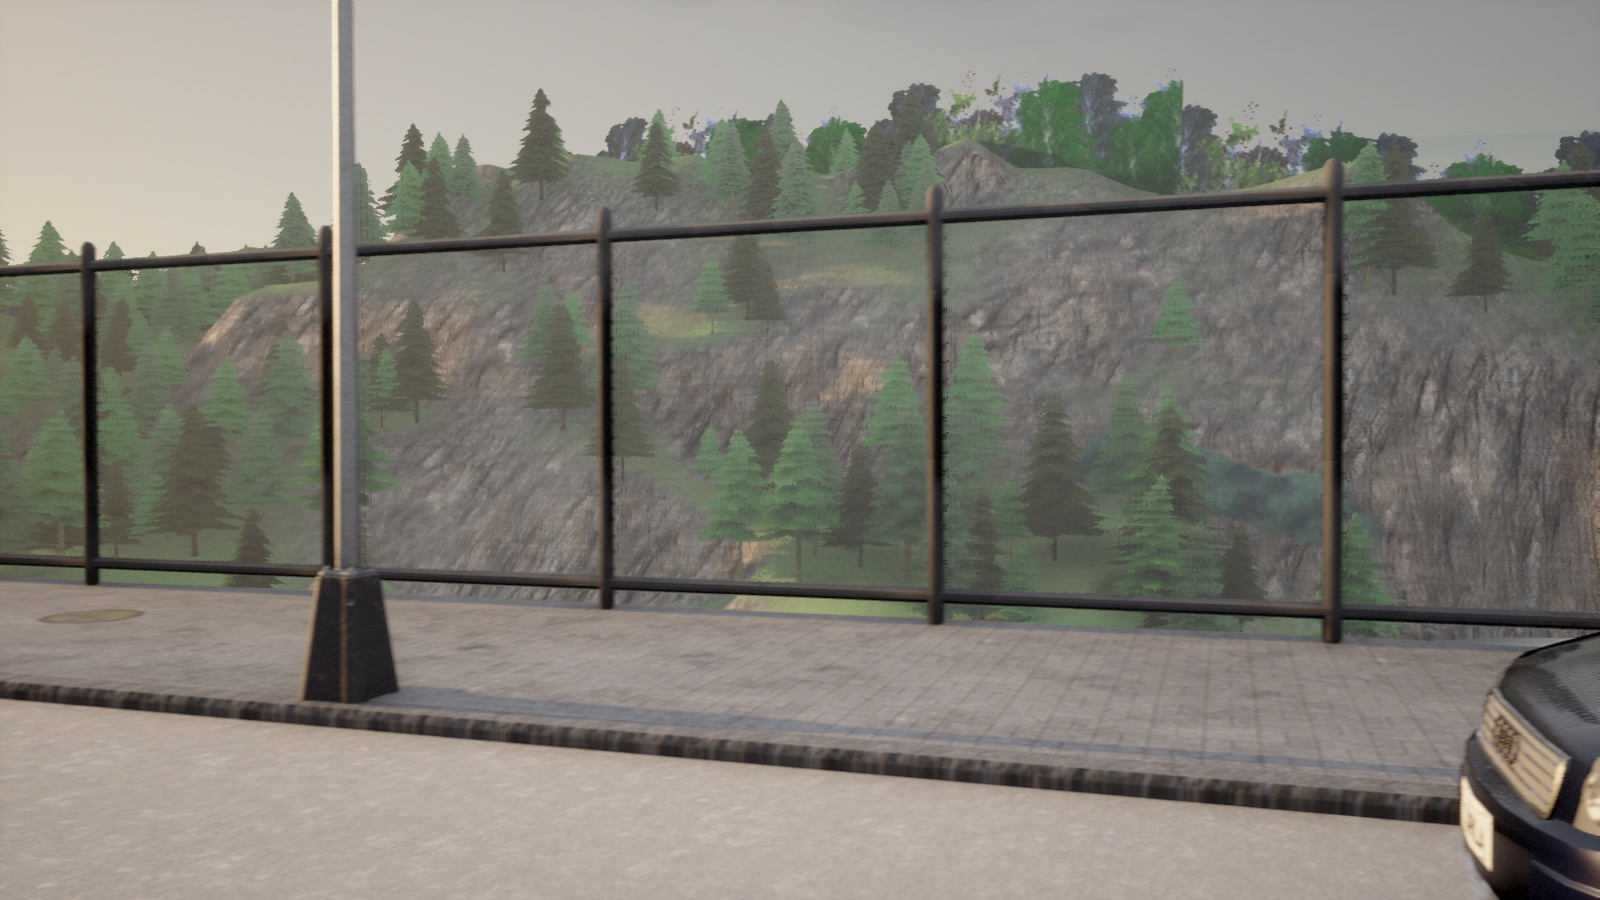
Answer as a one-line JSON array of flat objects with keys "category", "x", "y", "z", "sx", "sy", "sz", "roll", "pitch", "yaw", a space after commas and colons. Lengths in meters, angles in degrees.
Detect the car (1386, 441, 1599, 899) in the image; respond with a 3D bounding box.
[{"category": "car", "x": 3.360, "y": 0.776, "z": 2.590, "sx": 3.705, "sy": 1.549, "sz": 1.789, "roll": 1, "pitch": 1, "yaw": 19}]
